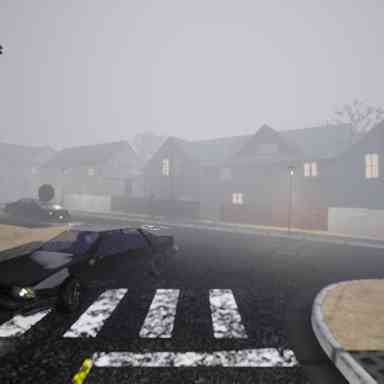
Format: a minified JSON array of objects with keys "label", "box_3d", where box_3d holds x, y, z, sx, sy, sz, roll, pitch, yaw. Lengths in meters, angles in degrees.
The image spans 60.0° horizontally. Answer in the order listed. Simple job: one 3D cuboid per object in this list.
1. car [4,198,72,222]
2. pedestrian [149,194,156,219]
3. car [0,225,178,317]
[{"label":"car","box_3d":[-10.550,1.135,22.565,5.357,1.411,2.033,2,0,32]},{"label":"pedestrian","box_3d":[-2.991,1.043,24.717,0.375,1.860,0.375,-1,-5,32]},{"label":"car","box_3d":[-2.271,1.534,8.003,2.033,1.411,5.357,0,0,26]}]
